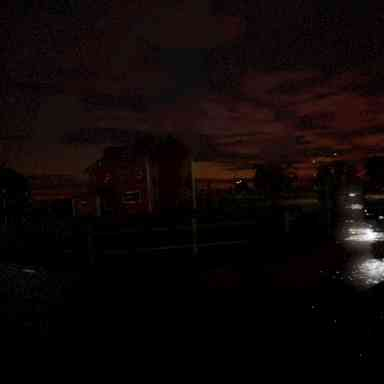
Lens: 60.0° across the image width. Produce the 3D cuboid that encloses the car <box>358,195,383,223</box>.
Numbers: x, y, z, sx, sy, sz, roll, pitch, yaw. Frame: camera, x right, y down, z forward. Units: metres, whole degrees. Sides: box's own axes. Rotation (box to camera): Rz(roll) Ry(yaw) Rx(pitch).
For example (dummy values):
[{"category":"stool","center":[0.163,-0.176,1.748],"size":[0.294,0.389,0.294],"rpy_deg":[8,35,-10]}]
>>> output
[{"category":"car","center":[11.399,1.050,20.332],"size":[1.895,1.301,4.718],"rpy_deg":[-4,-1,27]}]

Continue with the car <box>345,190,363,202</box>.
[{"category":"car","center":[21.429,0.507,44.063],"size":[2.033,1.411,5.357],"rpy_deg":[-4,-1,18]}]
